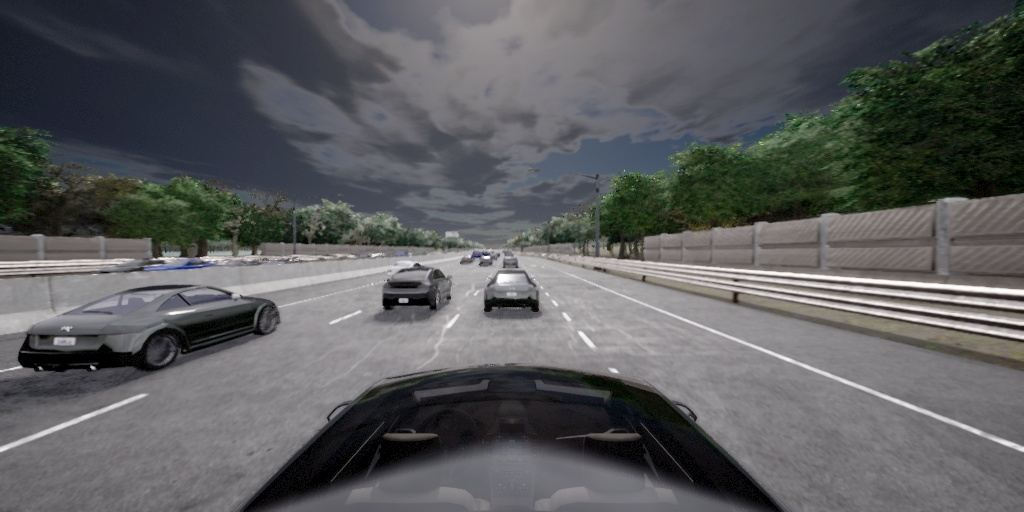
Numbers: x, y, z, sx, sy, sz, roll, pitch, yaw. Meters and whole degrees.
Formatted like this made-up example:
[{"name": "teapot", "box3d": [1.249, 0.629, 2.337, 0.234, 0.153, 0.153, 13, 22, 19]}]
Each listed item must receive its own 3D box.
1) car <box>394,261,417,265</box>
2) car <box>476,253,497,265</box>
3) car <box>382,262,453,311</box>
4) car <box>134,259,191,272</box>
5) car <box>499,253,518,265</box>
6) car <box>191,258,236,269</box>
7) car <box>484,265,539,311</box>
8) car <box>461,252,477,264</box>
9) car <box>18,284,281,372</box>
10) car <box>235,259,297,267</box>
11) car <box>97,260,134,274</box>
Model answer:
[{"name": "car", "box3d": [-7.056, 1.045, 24.418, 1.812, 1.442, 4.674, 0, 1, 0]}, {"name": "car", "box3d": [-3.773, 0.618, 53.182, 2.033, 1.411, 5.357, 0, 1, -1]}, {"name": "car", "box3d": [-3.517, 1.174, 14.025, 1.837, 1.490, 4.892, 0, 1, 0]}, {"name": "car", "box3d": [-24.658, 0.962, 26.964, 1.882, 1.535, 5.008, 0, 1, 0]}, {"name": "car", "box3d": [-0.197, 0.685, 45.220, 2.128, 1.511, 4.902, 0, 1, -1]}, {"name": "car", "box3d": [-21.162, 0.966, 27.467, 2.128, 1.511, 4.902, 0, 1, 0]}, {"name": "car", "box3d": [-0.017, 1.230, 14.033, 1.994, 1.385, 4.181, 0, 1, 0]}, {"name": "car", "box3d": [-7.347, 0.519, 59.568, 2.033, 1.411, 5.357, 0, 1, -1]}, {"name": "car", "box3d": [-7.004, 1.289, 7.618, 1.994, 1.385, 4.181, 0, 0, 0]}, {"name": "car", "box3d": [-17.664, 1.028, 27.118, 2.033, 1.411, 5.357, 0, 1, 0]}, {"name": "car", "box3d": [-28.158, 0.985, 27.174, 1.837, 1.490, 4.892, 0, 1, 0]}]
